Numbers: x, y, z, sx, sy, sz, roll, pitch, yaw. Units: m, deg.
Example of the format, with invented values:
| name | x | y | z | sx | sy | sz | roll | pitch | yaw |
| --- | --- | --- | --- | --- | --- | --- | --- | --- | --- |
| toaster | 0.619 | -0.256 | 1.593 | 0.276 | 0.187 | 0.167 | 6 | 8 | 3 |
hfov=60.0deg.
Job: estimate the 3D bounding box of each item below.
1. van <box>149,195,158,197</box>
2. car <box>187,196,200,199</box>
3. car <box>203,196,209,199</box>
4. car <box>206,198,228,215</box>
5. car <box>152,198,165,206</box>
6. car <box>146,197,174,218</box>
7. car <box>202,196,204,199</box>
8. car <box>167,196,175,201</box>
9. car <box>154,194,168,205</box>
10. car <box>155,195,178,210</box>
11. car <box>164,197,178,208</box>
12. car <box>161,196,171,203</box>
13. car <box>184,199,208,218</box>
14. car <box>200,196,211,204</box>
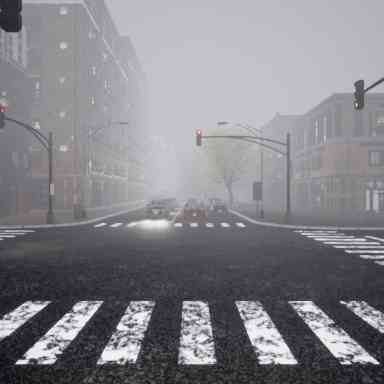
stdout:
| name | x | y | z | sx | sy | sz | roll | pitch | yaw |
| --- | --- | --- | --- | --- | --- | --- | --- | --- | --- |
| van | -5.697 | 1.399 | 50.721 | 1.690 | 1.788 | 3.998 | 0 | 0 | 0 |
| car | -0.003 | 1.644 | 60.941 | 1.994 | 1.385 | 4.181 | 0 | 0 | 0 |
| car | 2.686 | 1.479 | 39.327 | 1.967 | 1.590 | 4.097 | 0 | 0 | 0 |
| car | 2.686 | 1.580 | 33.630 | 2.008 | 1.369 | 4.403 | 0 | 0 | 0 |
| car | -5.697 | 1.651 | 56.418 | 1.802 | 1.307 | 4.206 | 0 | 0 | 0 |
| car | -3.104 | 1.516 | 30.840 | 2.128 | 1.511 | 4.902 | 0 | 0 | 0 |
| car | 2.685 | 1.488 | 45.023 | 1.967 | 1.590 | 4.097 | 0 | 0 | 0 |
| car | -5.701 | 1.687 | 90.429 | 1.752 | 1.417 | 4.829 | 0 | 0 | 0 |
| car | -5.698 | 1.397 | 62.115 | 2.192 | 1.841 | 5.009 | 0 | 0 | 0 |
| car | -3.097 | 1.518 | 40.288 | 1.882 | 1.535 | 5.008 | 0 | 0 | 0 |
| car | -3.091 | 1.583 | 50.386 | 1.812 | 1.442 | 4.674 | 0 | 0 | 0 |
| car | -5.698 | 1.663 | 73.508 | 2.008 | 1.369 | 4.403 | 0 | 0 | 0 |
| car | 0.180 | 1.625 | 30.729 | 1.895 | 1.301 | 4.718 | 0 | 0 | -1 |
| car | 2.683 | 1.537 | 67.811 | 1.967 | 1.590 | 4.097 | 0 | 0 | 0 |
